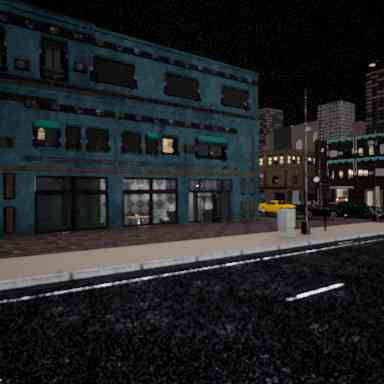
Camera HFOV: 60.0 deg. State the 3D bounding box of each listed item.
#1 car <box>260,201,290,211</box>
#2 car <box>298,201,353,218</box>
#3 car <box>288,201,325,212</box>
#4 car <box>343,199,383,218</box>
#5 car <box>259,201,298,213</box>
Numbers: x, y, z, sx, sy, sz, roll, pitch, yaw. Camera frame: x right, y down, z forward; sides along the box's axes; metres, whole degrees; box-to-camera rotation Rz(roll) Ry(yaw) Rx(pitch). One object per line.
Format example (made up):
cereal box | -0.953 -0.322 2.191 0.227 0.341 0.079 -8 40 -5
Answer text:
car | 12.335 2.011 49.797 1.802 1.307 4.206 -1 0 -35
car | 13.412 1.898 33.557 1.947 1.339 4.313 -1 0 -35
car | 15.532 1.917 45.278 2.008 1.369 4.403 -1 0 -35
car | 16.658 1.643 33.606 2.097 1.767 4.553 -1 0 -34
car | 10.754 1.887 42.019 1.882 1.535 5.008 -1 0 -35
